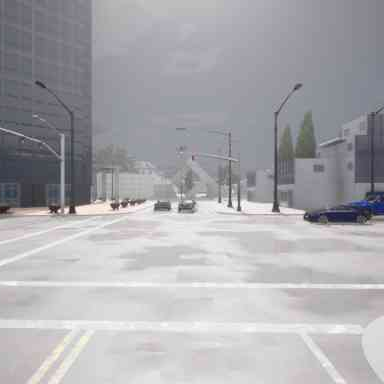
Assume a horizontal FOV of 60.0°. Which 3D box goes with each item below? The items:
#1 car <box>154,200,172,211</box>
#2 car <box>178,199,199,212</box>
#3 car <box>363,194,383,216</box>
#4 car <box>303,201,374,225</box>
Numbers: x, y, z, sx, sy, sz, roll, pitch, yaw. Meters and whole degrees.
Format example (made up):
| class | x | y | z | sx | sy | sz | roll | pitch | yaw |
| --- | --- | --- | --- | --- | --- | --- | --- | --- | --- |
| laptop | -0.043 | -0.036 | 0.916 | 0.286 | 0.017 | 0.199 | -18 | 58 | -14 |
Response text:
| class | x | y | z | sx | sy | sz | roll | pitch | yaw |
| --- | --- | --- | --- | --- | --- | --- | --- | --- | --- |
| car | -3.619 | 1.601 | 41.646 | 1.895 | 1.301 | 4.718 | 0 | 0 | 0 |
| car | -0.387 | 1.547 | 39.051 | 2.033 | 1.411 | 5.357 | 0 | 0 | 8 |
| car | 15.392 | 1.203 | 27.146 | 5.566 | 2.045 | 2.150 | 0 | 0 | 0 |
| car | 10.132 | 1.561 | 23.592 | 4.181 | 1.385 | 1.994 | 0 | 0 | 0 |
